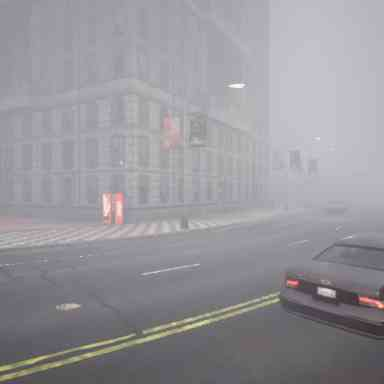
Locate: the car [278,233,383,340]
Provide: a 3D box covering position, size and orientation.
[{"bbox_3d":[3.896,1.548,6.619,5.357,1.411,2.033,0,0,-41],"label":"car"}]

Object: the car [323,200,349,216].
[{"bbox_3d":[14.230,1.515,32.686,1.882,1.535,5.008,0,0,31],"label":"car"}]
